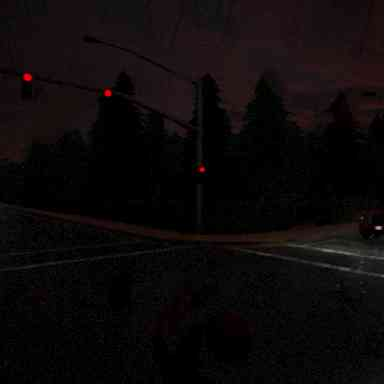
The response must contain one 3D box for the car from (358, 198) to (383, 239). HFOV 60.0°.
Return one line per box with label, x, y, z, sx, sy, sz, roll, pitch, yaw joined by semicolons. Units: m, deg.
car;10.413;1.227;16.368;5.566;2.045;2.150;0;0;-38
